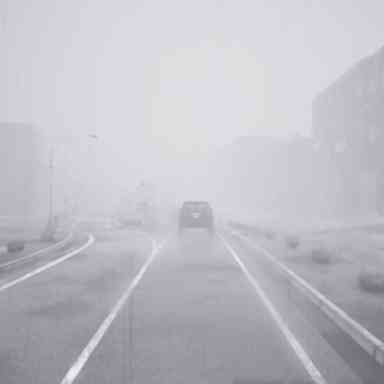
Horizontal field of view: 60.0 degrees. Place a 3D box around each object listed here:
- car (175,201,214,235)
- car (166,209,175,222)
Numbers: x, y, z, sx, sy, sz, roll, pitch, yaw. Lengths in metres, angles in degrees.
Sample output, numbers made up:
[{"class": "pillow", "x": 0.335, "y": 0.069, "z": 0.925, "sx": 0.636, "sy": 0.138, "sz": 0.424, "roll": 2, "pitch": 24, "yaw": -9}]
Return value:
[{"class": "car", "x": 0.224, "y": 1.655, "z": 21.855, "sx": 2.150, "sy": 2.045, "sz": 5.566, "roll": 0, "pitch": -3, "yaw": 0}, {"class": "car", "x": -2.121, "y": 2.872, "z": 42.222, "sx": 2.128, "sy": 1.511, "sz": 4.902, "roll": 1, "pitch": 0, "yaw": -12}]
